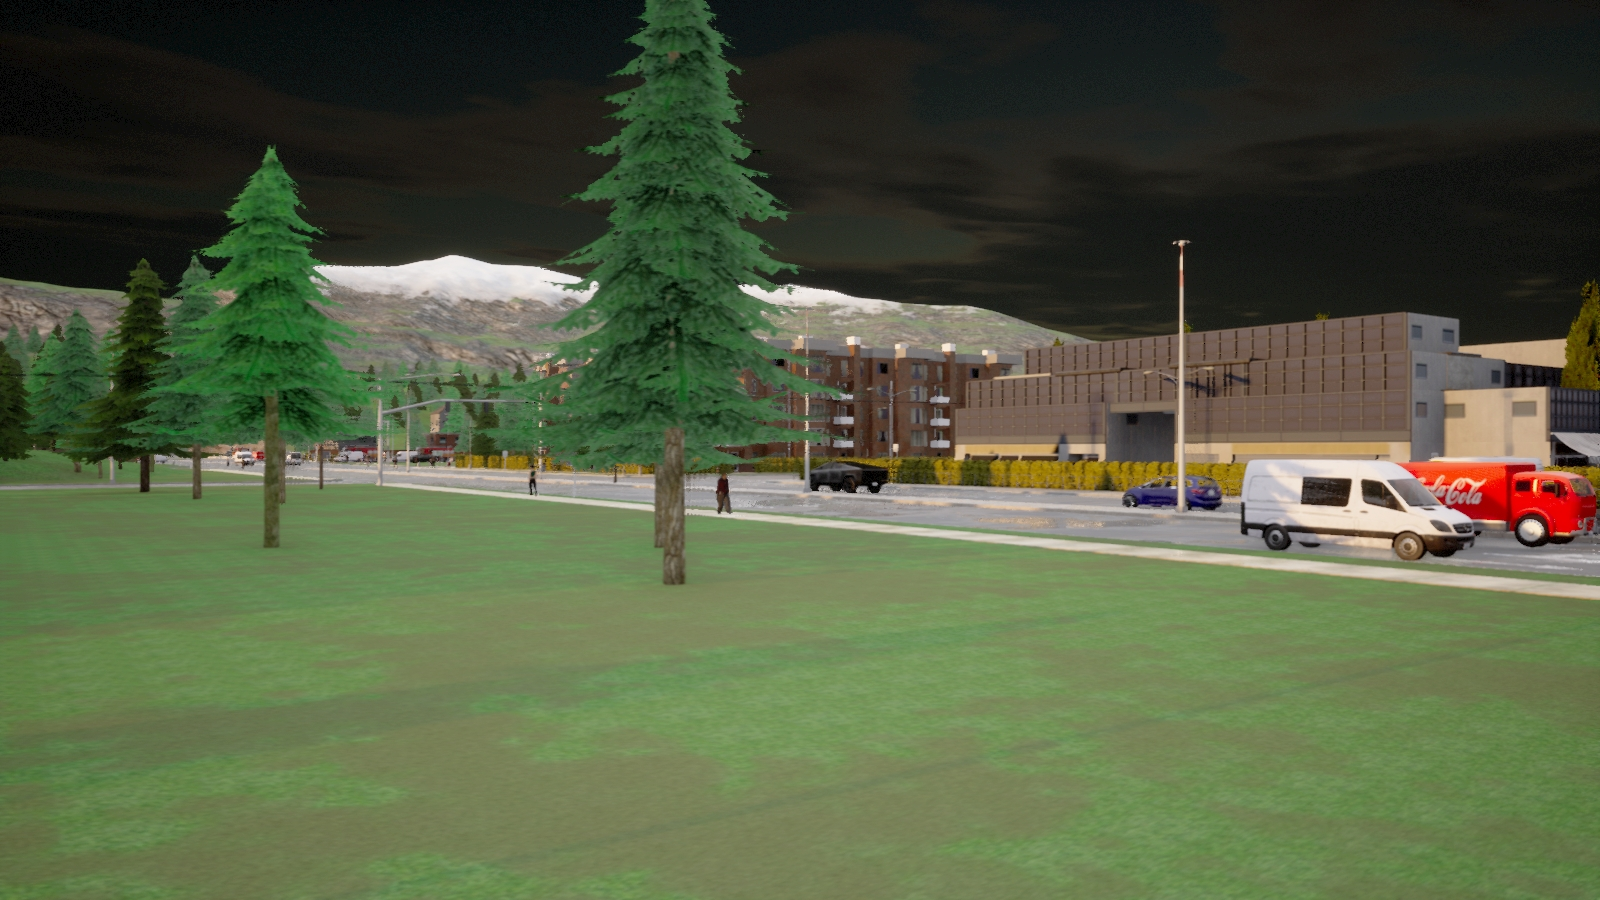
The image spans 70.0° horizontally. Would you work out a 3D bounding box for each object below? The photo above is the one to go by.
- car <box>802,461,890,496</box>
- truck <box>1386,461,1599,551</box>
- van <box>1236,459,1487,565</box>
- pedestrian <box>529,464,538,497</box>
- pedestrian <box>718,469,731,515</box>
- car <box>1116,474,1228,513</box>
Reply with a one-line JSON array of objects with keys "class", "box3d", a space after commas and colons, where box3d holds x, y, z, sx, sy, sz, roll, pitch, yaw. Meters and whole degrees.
[{"class": "car", "box3d": [2.927, 1.785, 74.260, 2.390, 2.098, 6.274, 0, 0, -35]}, {"class": "truck", "box3d": [21.168, 1.595, 34.897, 2.627, 2.467, 5.204, 0, 0, -36]}, {"class": "van", "box3d": [15.157, 1.556, 31.263, 1.988, 2.561, 5.915, 0, 0, -36]}, {"class": "pedestrian", "box3d": [-15.150, 1.714, 64.872, 0.375, 1.860, 0.375, 0, 0, -35]}, {"class": "pedestrian", "box3d": [-3.081, 1.714, 46.630, 0.375, 1.860, 0.375, 0, 0, -35]}, {"class": "car", "box3d": [17.460, 1.999, 53.794, 2.242, 1.667, 4.611, 0, 0, -36]}]
